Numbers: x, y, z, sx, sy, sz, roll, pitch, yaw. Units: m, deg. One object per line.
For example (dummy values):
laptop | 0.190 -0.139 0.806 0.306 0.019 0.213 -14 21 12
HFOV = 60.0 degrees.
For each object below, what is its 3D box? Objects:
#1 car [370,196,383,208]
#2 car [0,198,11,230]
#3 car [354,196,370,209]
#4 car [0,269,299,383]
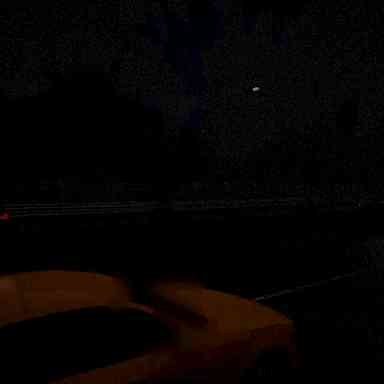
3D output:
car | 22.302 1.281 37.083 5.008 1.535 1.882 0 0 -35
car | -10.592 1.217 13.634 5.566 2.045 2.150 0 0 -36
car | 22.035 1.279 41.181 4.902 1.511 2.128 0 0 -35
car | -1.129 1.480 2.942 5.008 1.535 1.882 0 0 -35
